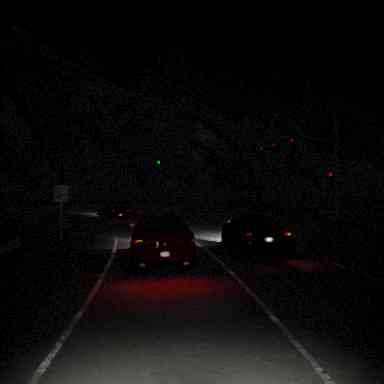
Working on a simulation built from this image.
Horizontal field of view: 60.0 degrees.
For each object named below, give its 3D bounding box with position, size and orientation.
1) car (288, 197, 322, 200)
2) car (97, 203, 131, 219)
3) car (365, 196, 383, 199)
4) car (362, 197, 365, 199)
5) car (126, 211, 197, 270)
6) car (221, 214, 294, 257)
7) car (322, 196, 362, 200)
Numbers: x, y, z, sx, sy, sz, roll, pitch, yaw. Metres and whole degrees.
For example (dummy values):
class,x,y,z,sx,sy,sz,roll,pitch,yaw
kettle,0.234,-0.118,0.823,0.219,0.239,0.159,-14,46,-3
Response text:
class,x,y,z,sx,sy,sz,roll,pitch,yaw
car,20.080,1.513,57.789,5.357,1.411,2.033,0,0,-13
car,-7.107,1.625,29.821,1.895,1.301,4.718,0,0,-30
car,35.074,1.435,61.358,4.892,1.490,1.837,0,0,-16
car,32.630,1.536,64.331,4.718,1.301,1.895,0,0,-13
car,-1.056,1.481,11.183,1.882,1.535,5.008,0,0,-8
car,2.404,1.561,13.090,1.994,1.385,4.181,0,0,-5
car,23.132,1.463,51.339,4.892,1.490,1.837,0,0,-13
